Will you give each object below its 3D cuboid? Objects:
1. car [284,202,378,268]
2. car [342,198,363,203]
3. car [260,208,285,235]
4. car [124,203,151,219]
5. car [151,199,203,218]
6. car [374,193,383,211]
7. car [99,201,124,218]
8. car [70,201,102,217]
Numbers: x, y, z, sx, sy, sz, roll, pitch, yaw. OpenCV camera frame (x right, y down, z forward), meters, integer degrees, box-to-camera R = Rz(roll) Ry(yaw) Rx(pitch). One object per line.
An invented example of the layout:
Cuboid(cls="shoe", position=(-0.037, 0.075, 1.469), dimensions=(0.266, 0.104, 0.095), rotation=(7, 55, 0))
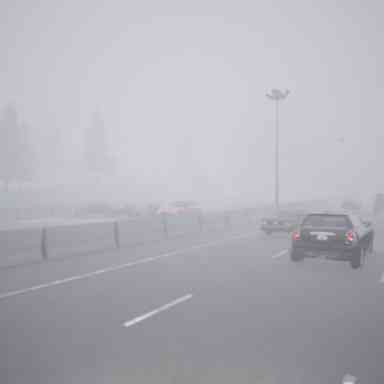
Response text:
Cuboid(cls="car", position=(5.155, 1.424, 11.931), dimensions=(2.097, 1.767, 4.553), rotation=(0, 0, 34))
Cuboid(cls="car", position=(18.170, 1.455, 37.909), dimensions=(1.837, 1.490, 4.892), rotation=(0, 0, 34))
Cuboid(cls="car", position=(5.612, 1.640, 18.955), dimensions=(2.033, 1.411, 5.357), rotation=(0, 0, 34))
Cuboid(cls="car", position=(-3.802, 1.727, 30.447), dimensions=(1.994, 1.385, 4.181), rotation=(0, 0, 34))
Cuboid(cls="car", position=(-1.000, 1.497, 28.342), dimensions=(2.097, 1.767, 4.553), rotation=(0, 0, 34))
Cuboid(cls="car", position=(20.912, 1.158, 35.713), dimensions=(2.150, 2.045, 5.566), rotation=(0, 1, 34))
Cuboid(cls="car", position=(-6.432, 1.782, 32.817), dimensions=(1.895, 1.301, 4.718), rotation=(0, 0, 34))
Cuboid(cls="car", position=(-10.033, 1.697, 33.718), dimensions=(2.128, 1.511, 4.902), rotation=(0, 0, 34))
